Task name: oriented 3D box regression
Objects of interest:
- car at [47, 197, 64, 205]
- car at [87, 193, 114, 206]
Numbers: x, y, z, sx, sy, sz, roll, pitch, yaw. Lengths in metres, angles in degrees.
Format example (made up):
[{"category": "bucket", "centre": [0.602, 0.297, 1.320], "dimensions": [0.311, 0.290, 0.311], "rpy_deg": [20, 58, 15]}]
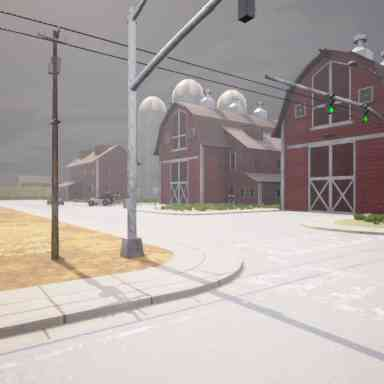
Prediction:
[{"category": "car", "centre": [-23.266, 1.537, 56.583], "dimensions": [1.994, 1.385, 4.181], "rpy_deg": [0, 0, -36]}, {"category": "car", "centre": [-13.797, 1.118, 50.595], "dimensions": [3.866, 1.878, 1.905], "rpy_deg": [-2, 5, 11]}]
